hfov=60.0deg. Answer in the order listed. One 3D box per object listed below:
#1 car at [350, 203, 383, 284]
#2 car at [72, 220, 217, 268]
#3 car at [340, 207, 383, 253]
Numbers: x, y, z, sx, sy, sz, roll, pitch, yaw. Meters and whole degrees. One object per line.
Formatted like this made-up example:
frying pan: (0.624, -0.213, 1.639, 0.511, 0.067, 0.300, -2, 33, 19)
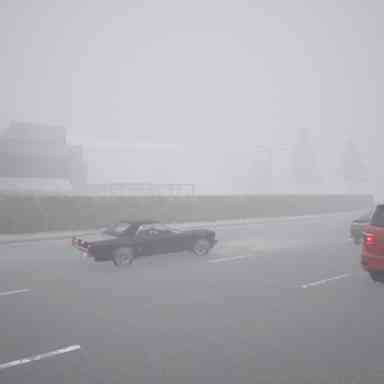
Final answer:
car: (6.466, 1.221, 8.350, 5.566, 2.045, 2.150, 0, 0, -35)
car: (-1.430, 1.601, 11.320, 4.718, 1.301, 1.895, 0, 0, -35)
car: (8.719, 1.491, 14.249, 4.902, 1.511, 2.128, 0, 0, -35)
